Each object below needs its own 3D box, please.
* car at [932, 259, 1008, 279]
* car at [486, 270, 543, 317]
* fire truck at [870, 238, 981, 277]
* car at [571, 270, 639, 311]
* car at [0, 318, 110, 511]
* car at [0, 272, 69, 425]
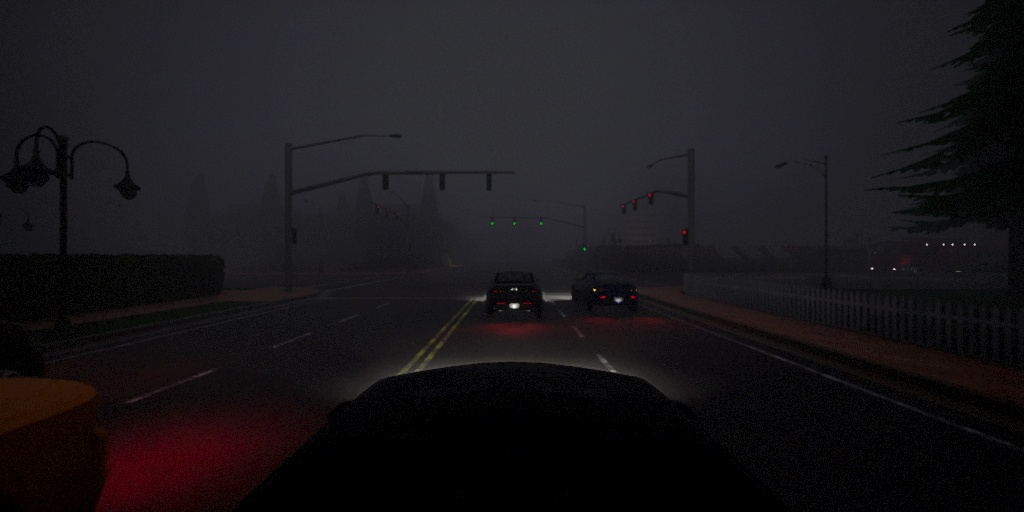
[{"bbox_3d":[41.969,1.291,32.639,4.892,1.490,1.837,0,0,-1],"label":"car"},{"bbox_3d":[0.084,1.269,13.337,1.837,1.490,4.892,0,0,0],"label":"car"},{"bbox_3d":[41.369,0.123,36.063,8.468,3.827,2.891,0,0,-1],"label":"fire truck"},{"bbox_3d":[3.587,1.291,14.355,1.812,1.442,4.674,0,0,0],"label":"car"},{"bbox_3d":[-3.594,1.226,0.195,1.882,1.535,5.008,0,0,0],"label":"car"},{"bbox_3d":[-7.089,1.103,2.611,2.097,1.767,4.553,0,0,0],"label":"car"}]
